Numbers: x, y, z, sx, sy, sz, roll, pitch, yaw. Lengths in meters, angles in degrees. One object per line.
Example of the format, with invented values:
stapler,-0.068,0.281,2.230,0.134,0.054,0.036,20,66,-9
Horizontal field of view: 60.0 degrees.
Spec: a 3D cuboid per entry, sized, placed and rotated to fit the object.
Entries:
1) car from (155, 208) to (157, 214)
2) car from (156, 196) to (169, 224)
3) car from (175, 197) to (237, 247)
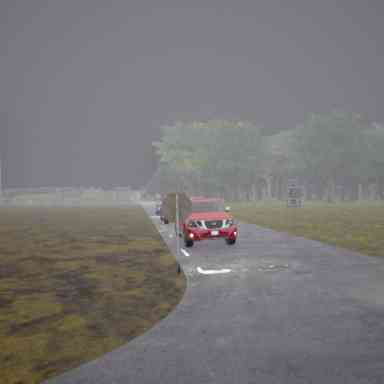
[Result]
car,-2.986,1.694,36.109,1.812,1.442,4.674,-2,0,-9
car,-1.303,1.330,26.300,2.150,2.045,5.566,-2,0,-10
car,0.448,1.298,16.086,2.150,2.045,5.566,-2,0,-10
